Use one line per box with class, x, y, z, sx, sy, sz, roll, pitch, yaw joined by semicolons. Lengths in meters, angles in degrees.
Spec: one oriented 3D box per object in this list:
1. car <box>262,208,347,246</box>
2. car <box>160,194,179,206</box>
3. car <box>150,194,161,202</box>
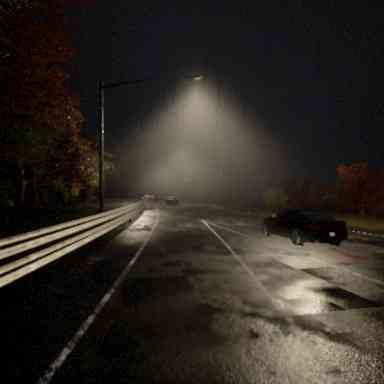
car;4.943;1.486;15.363;1.882;1.535;5.008;1;0;-12
car;-3.316;1.399;53.516;2.128;1.511;4.902;0;0;-12
car;-7.203;1.181;71.510;2.097;1.767;4.553;0;0;-12
